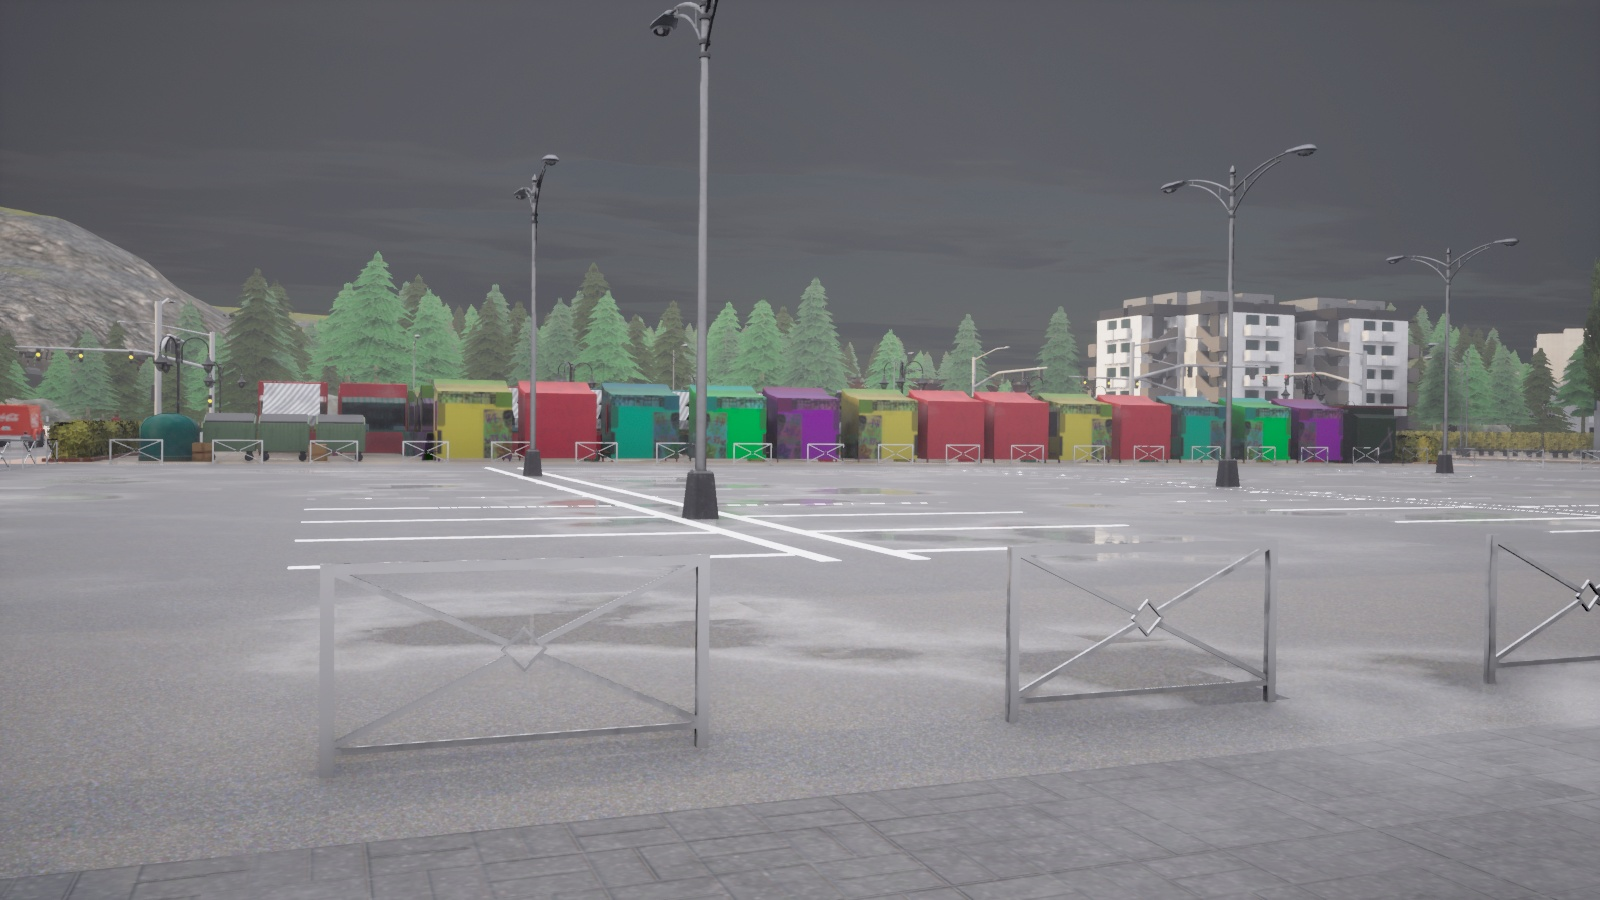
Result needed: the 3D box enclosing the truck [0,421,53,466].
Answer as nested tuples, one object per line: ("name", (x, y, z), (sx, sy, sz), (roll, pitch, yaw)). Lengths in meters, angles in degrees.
("truck", (-44.984, -0.388, 72.143), (2.627, 2.467, 5.204), (-1, 1, -21))
